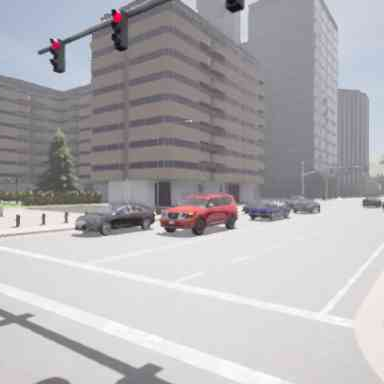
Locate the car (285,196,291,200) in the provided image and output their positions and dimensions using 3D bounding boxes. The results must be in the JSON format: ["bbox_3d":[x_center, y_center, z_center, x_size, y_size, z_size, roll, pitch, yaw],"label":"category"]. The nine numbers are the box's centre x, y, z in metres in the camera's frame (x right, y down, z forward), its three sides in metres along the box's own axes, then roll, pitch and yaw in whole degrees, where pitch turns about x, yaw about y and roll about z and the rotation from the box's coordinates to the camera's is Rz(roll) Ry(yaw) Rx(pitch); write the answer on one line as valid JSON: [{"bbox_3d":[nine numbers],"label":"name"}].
[{"bbox_3d":[12.933,1.266,41.978,2.097,1.767,4.553,0,0,36],"label":"car"}]

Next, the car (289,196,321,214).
[{"bbox_3d":[12.100,1.459,34.845,1.812,1.442,4.674,0,0,36],"label":"car"}]

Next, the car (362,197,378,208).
[{"bbox_3d":[25.596,1.419,47.362,1.882,1.535,5.008,0,0,36],"label":"car"}]

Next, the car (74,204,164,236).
[{"bbox_3d":[-4.089,1.420,18.265,2.128,1.511,4.902,0,0,36],"label":"car"}]

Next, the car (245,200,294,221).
[{"bbox_3d":[6.269,1.539,26.726,1.895,1.301,4.718,0,0,36],"label":"car"}]

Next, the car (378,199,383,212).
[{"bbox_3d":[22.511,1.454,37.061,2.128,1.511,4.902,0,0,36],"label":"car"}]

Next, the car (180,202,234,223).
[{"bbox_3d":[1.305,1.525,25.802,1.895,1.301,4.718,0,0,36],"label":"car"}]

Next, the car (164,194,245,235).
[{"bbox_3d":[0.584,1.165,18.780,2.150,2.045,5.566,0,0,36],"label":"car"}]
